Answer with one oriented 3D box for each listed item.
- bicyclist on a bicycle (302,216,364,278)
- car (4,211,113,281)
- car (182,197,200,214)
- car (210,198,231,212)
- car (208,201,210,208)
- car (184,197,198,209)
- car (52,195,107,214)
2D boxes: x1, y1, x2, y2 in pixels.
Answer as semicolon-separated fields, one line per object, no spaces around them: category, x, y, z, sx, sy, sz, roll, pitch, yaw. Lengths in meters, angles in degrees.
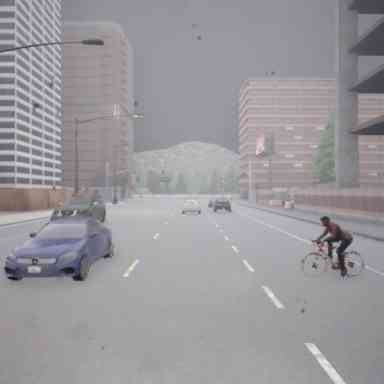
bicyclist on a bicycle;3.674;1.453;8.713;1.656;1.620;0.582;-2;0;0
car;-3.629;1.526;9.969;1.812;1.442;4.674;0;0;0
car;-0.052;1.526;35.837;1.812;1.442;4.674;0;0;0
car;3.416;1.505;38.445;1.837;1.490;4.892;0;0;0
car;3.337;1.601;47.967;1.895;1.301;4.718;0;0;0
car;-0.106;1.478;47.394;1.882;1.535;5.008;0;0;0
car;-7.182;1.224;21.813;2.150;2.045;5.566;0;0;0
